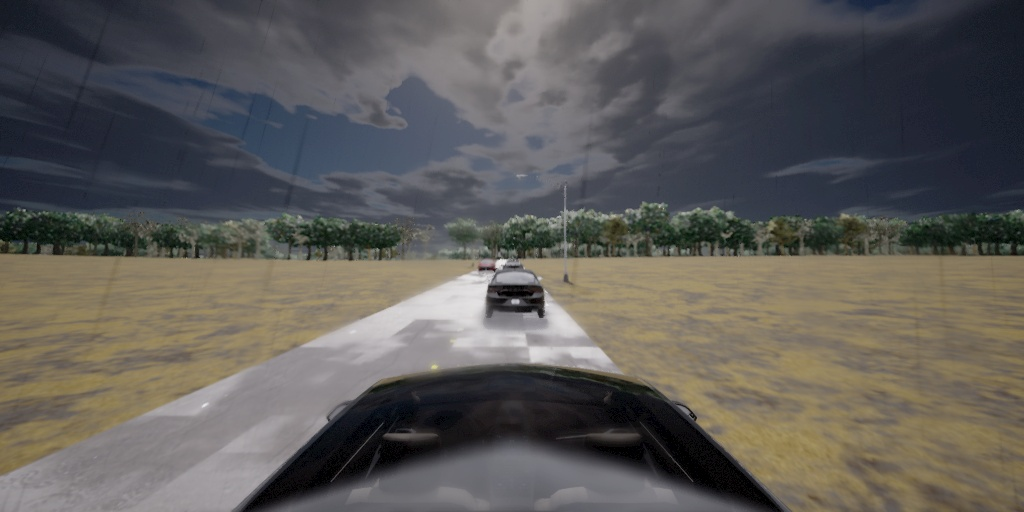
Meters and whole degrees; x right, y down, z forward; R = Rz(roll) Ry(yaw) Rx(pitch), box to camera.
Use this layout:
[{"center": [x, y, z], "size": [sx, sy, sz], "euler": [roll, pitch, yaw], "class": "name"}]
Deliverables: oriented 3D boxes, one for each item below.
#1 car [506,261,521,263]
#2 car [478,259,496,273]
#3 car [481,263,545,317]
[{"center": [0.105, 1.142, 32.083], "size": [1.837, 1.490, 4.892], "euler": [0, 0, 0], "class": "car"}, {"center": [-2.825, 1.081, 41.145], "size": [1.882, 1.535, 5.008], "euler": [0, 0, 0], "class": "car"}, {"center": [0.101, 1.186, 13.011], "size": [1.882, 1.535, 5.008], "euler": [0, 0, 0], "class": "car"}]
